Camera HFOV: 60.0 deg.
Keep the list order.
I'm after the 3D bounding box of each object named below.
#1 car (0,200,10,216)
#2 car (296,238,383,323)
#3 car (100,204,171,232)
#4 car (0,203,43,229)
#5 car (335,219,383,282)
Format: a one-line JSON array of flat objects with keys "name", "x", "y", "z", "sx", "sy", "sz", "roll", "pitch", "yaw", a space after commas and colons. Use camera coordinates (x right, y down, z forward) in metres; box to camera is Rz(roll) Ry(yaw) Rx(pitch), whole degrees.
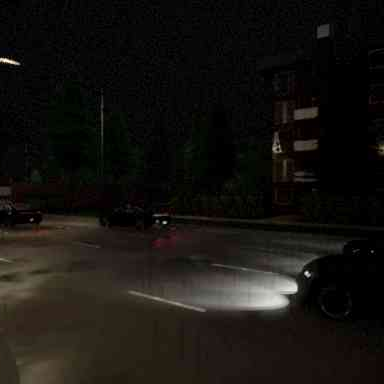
[{"name": "car", "x": -19.685, "y": 1.482, "z": 31.628, "sx": 5.357, "sy": 1.411, "sz": 2.033, "roll": 0, "pitch": 0, "yaw": 36}, {"name": "car", "x": 4.050, "y": 1.573, "z": 5.811, "sx": 4.181, "sy": 1.385, "sz": 1.994, "roll": 0, "pitch": 0, "yaw": 36}, {"name": "car", "x": -3.472, "y": 1.475, "z": 19.895, "sx": 4.902, "sy": 1.511, "sz": 2.128, "roll": 0, "pitch": 0, "yaw": 36}, {"name": "car", "x": -11.612, "y": 1.454, "z": 21.466, "sx": 4.902, "sy": 1.511, "sz": 2.128, "roll": 0, "pitch": 0, "yaw": 36}, {"name": "car", "x": 6.650, "y": 1.563, "z": 8.250, "sx": 5.357, "sy": 1.411, "sz": 2.033, "roll": 0, "pitch": 0, "yaw": 36}]
